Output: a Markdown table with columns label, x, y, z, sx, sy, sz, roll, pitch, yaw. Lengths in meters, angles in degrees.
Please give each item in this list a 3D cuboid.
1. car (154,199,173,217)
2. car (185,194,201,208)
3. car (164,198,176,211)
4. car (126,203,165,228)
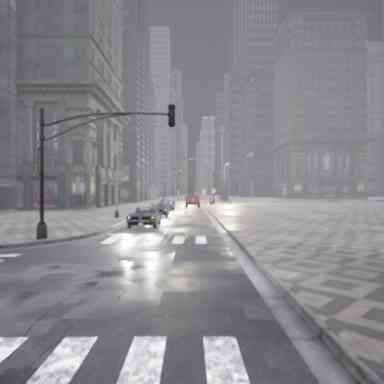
| label | x | y | z | sx | sy | sz | roll | pitch | yaw |
| --- | --- | --- | --- | --- | --- | --- | --- | --- | --- |
| car | -3.102 | 1.641 | 31.654 | 1.895 | 1.301 | 4.718 | 0 | 0 | 0 |
| car | 0.099 | 1.294 | 49.433 | 2.150 | 2.045 | 5.566 | 0 | 0 | 0 |
| car | -3.084 | 1.550 | 41.732 | 2.128 | 1.511 | 4.902 | 0 | 0 | 0 |
| car | -3.101 | 1.628 | 22.310 | 1.895 | 1.301 | 4.718 | 0 | 0 | 0 |
